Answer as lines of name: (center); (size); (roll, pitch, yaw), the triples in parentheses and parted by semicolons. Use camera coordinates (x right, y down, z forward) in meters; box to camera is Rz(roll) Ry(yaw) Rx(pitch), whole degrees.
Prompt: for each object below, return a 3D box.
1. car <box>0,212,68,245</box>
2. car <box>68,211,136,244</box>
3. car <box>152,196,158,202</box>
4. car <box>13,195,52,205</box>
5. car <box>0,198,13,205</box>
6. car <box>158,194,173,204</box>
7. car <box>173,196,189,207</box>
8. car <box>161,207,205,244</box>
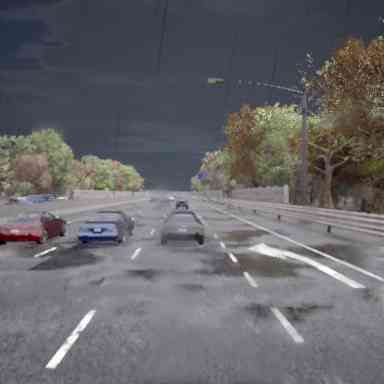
car: (-7.439, 1.618, 15.886); (1.994, 1.385, 4.181); (0, 0, -2)
car: (-3.945, 1.617, 16.126); (2.033, 1.411, 5.357); (0, 0, -2)
car: (-9.736, 1.910, 89.127); (1.882, 1.535, 5.008); (0, 0, -2)
car: (-18.759, 1.354, 40.083); (2.150, 2.045, 5.566); (0, 0, -1)
car: (-22.239, 1.470, 39.491); (2.097, 1.767, 4.553); (0, 0, -1)
car: (-5.676, 1.832, 71.350); (1.882, 1.535, 5.008); (0, 0, -2)
car: (-1.554, 1.773, 51.522); (1.837, 1.490, 4.892); (0, 0, -2)
car: (-0.448, 1.649, 16.379); (1.994, 1.385, 4.181); (0, 0, -2)
